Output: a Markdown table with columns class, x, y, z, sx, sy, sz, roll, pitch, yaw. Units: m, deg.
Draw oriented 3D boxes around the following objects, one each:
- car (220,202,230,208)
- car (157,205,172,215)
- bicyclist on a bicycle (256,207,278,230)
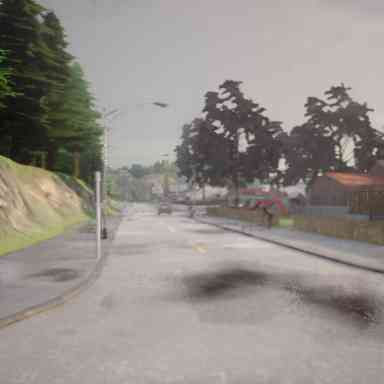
| class | x | y | z | sx | sy | sz | roll | pitch | yaw |
| --- | --- | --- | --- | --- | --- | --- | --- | --- | --- |
| car | 7.180 | 3.012 | 75.235 | 1.994 | 1.381 | 4.181 | 0 | -1 | -11 |
| car | -4.190 | 2.763 | 50.577 | 1.812 | 1.442 | 4.674 | 0 | -1 | -10 |
| bicyclist on a bicycle | 5.227 | 1.854 | 23.220 | 1.656 | 1.620 | 0.582 | -1 | -1 | -11 |
